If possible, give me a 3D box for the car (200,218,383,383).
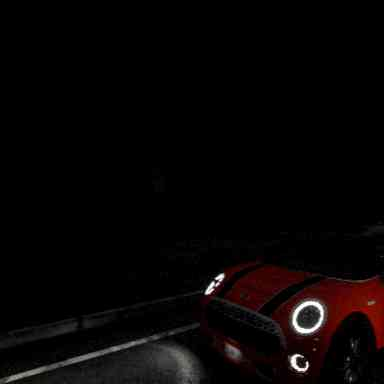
[{"bbox_3d":[2.330,1.359,5.343,4.553,1.767,2.097,0,0,-35],"label":"car"}]
